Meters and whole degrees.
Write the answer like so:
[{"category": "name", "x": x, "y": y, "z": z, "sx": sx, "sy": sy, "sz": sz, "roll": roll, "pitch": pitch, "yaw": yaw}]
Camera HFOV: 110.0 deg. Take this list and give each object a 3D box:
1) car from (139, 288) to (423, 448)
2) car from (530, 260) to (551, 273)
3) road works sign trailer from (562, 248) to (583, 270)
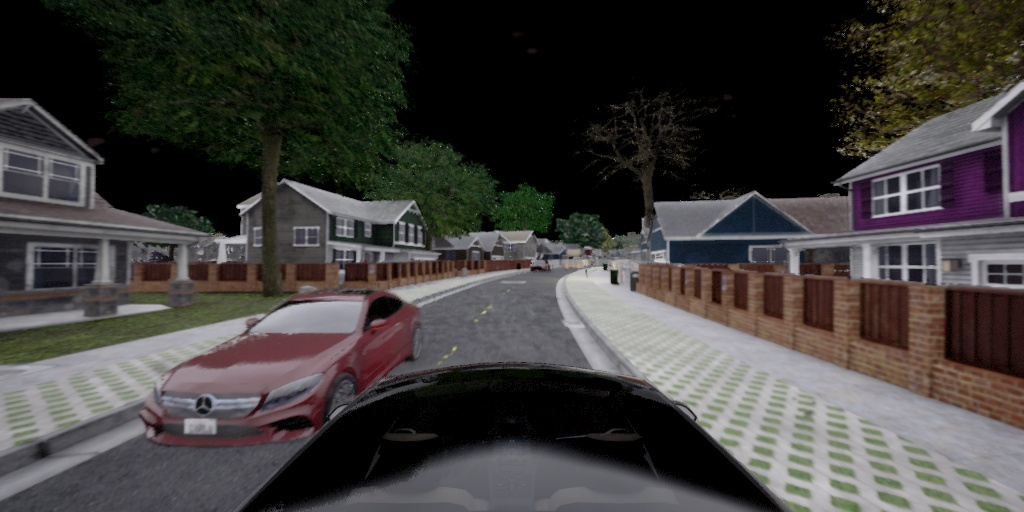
[{"category": "car", "x": -2.717, "y": 1.269, "z": 5.530, "sx": 1.812, "sy": 1.442, "sz": 4.674, "roll": 0, "pitch": 0, "yaw": 2}, {"category": "car", "x": 3.859, "y": 1.270, "z": 48.336, "sx": 2.097, "sy": 1.767, "sz": 4.553, "roll": 0, "pitch": 0, "yaw": 17}, {"category": "road works sign trailer", "x": 10.275, "y": 0.449, "z": 59.470, "sx": 2.380, "sy": 3.560, "sz": 2.880, "roll": 0, "pitch": 0, "yaw": 22}]
